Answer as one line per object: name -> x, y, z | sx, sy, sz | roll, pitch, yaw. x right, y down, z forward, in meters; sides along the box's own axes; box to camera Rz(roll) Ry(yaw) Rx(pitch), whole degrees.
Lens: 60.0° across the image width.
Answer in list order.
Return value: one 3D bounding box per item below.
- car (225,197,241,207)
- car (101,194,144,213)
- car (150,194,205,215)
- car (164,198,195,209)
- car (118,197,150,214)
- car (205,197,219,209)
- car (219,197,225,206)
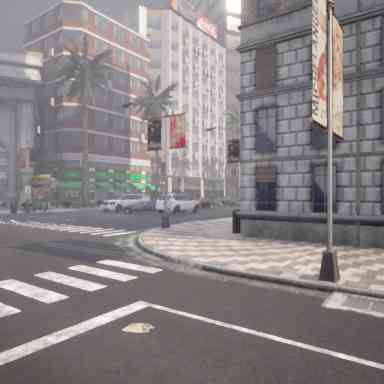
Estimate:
car -> 7.550, 1.564, 51.169 | 4.181, 1.385, 1.994 | 0, 0, -43
car -> -7.670, 1.221, 37.800 | 2.150, 2.045, 5.566 | 0, 0, 36
car -> -1.361, 1.221, 34.268 | 2.150, 2.045, 5.566 | 0, 0, 36
car -> -1.663, 1.526, 45.798 | 1.812, 1.442, 4.674 | 0, 0, 37
car -> -4.957, 1.547, 35.605 | 2.033, 1.411, 5.357 | 0, 0, 36
car -> 1.012, 1.477, 43.578 | 1.882, 1.535, 5.008 | 0, 0, 38
car -> 4.995, 1.491, 53.551 | 4.902, 1.511, 2.128 | 0, 0, -44
